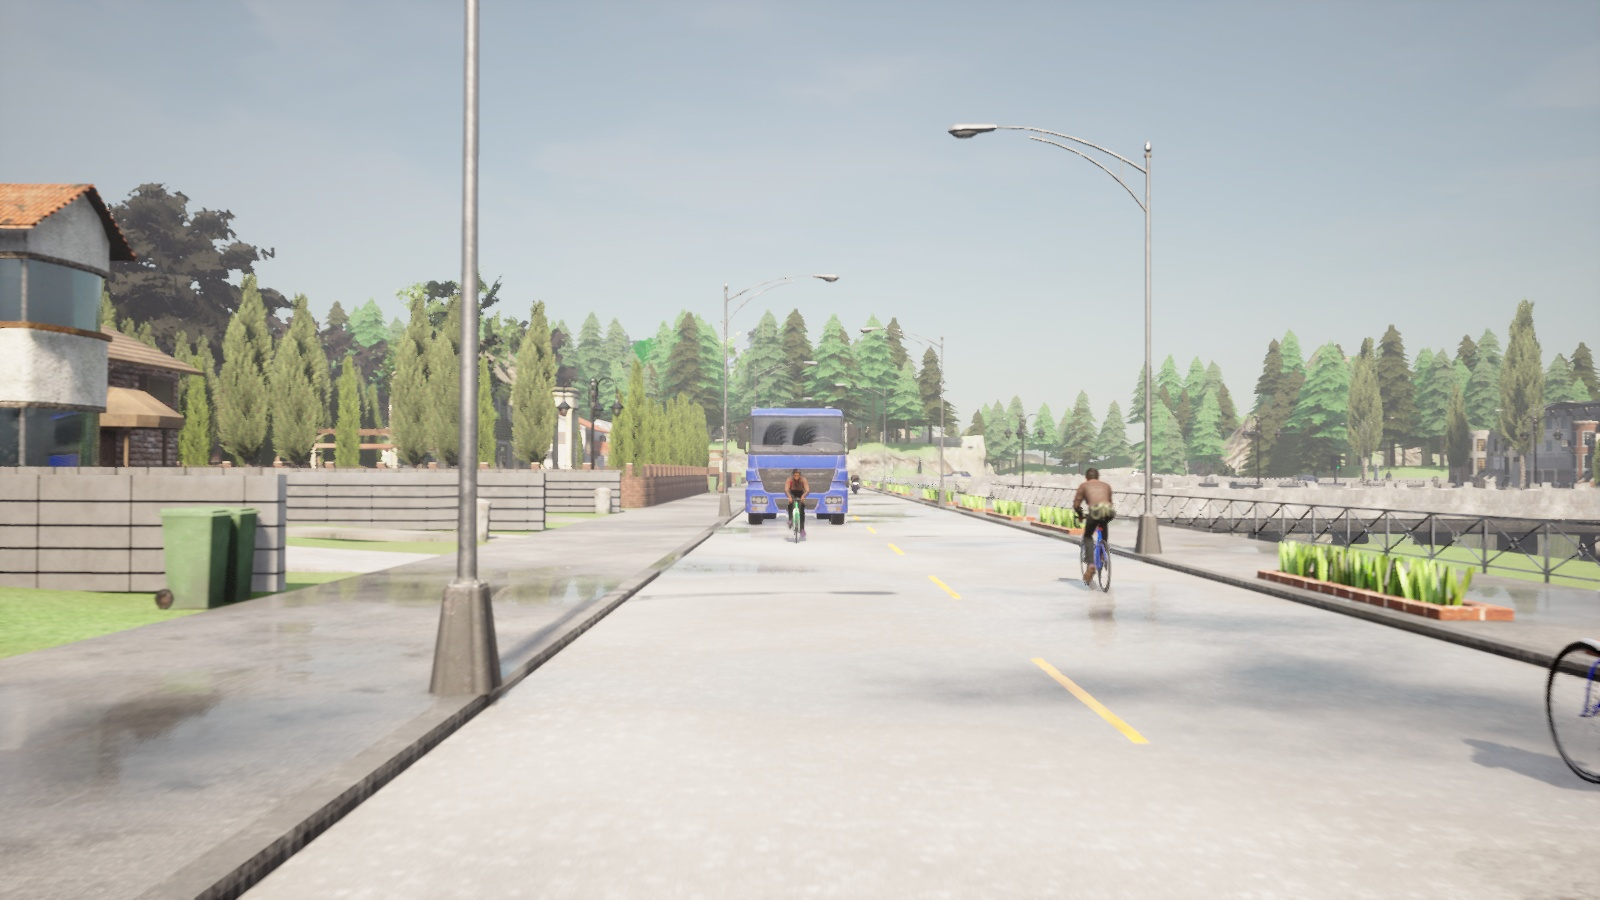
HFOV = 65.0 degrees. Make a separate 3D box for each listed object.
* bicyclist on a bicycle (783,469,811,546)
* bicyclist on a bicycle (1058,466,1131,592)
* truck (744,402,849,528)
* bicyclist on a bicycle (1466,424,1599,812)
[{"bbox_3d":[-0.064,1.224,27.284,0.582,1.620,1.656,0,-1,0],"label":"bicyclist on a bicycle"},{"bbox_3d":[3.960,1.036,16.977,0.582,1.620,1.656,0,-1,0],"label":"bicyclist on a bicycle"},{"bbox_3d":[-0.095,0.481,38.701,2.891,3.462,7.936,0,-1,0],"label":"truck"},{"bbox_3d":[3.986,0.769,5.953,0.659,1.776,1.843,0,-1,0],"label":"bicyclist on a bicycle"}]
